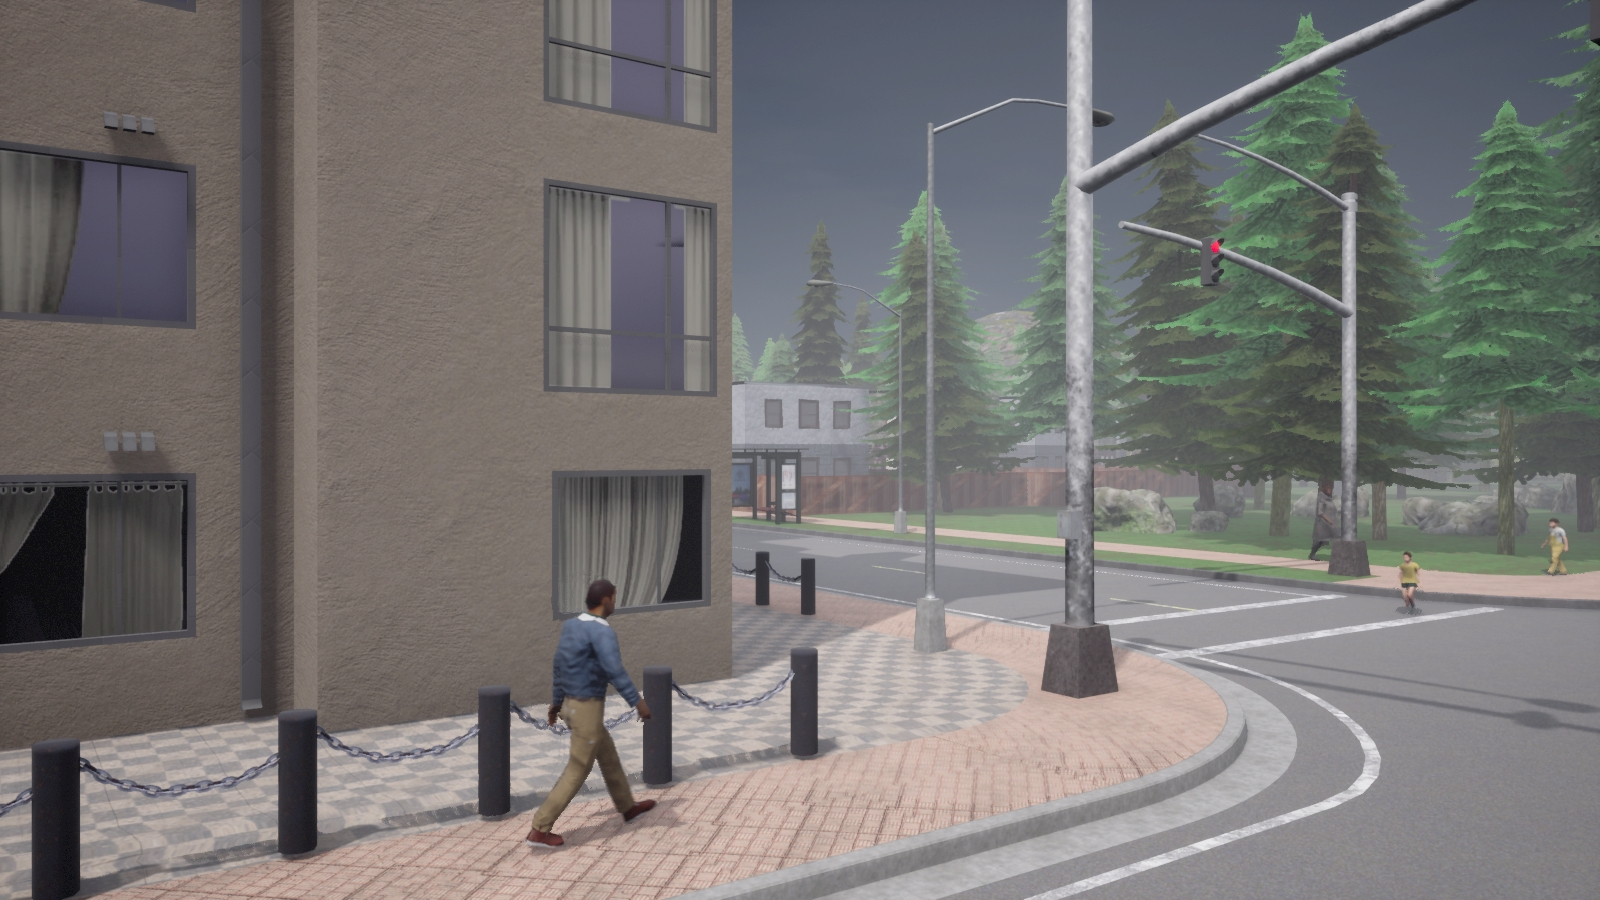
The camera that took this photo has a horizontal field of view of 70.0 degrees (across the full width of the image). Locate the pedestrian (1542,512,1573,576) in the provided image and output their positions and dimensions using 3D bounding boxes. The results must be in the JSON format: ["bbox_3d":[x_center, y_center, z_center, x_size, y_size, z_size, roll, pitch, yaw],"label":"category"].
[{"bbox_3d":[15.778,1.949,23.798,0.375,1.300,0.375,0,0,-5],"label":"pedestrian"}]

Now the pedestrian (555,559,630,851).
[{"bbox_3d":[-1.407,1.694,7.733,0.375,1.860,0.375,0,0,-36],"label":"pedestrian"}]

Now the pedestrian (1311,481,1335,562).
[{"bbox_3d":[12.340,1.676,26.963,0.375,1.860,0.375,0,0,-35],"label":"pedestrian"}]

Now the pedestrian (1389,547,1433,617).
[{"bbox_3d":[10.283,2.209,19.223,0.500,1.100,0.500,0,0,-38],"label":"pedestrian"}]
